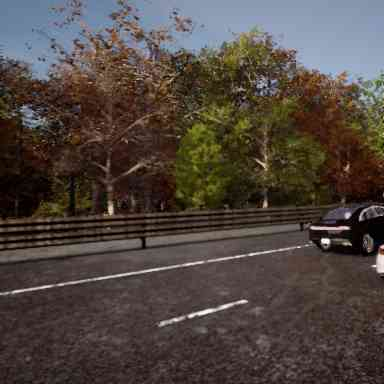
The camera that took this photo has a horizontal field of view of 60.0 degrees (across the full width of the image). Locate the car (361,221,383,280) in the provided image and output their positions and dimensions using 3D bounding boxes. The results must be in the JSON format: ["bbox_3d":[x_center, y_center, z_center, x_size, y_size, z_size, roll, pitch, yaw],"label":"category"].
[{"bbox_3d":[6.429,1.507,8.387,4.674,1.442,1.812,0,0,-36],"label":"car"}]

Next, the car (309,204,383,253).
[{"bbox_3d":[6.490,1.225,12.771,4.902,1.511,2.128,-7,0,-36],"label":"car"}]
